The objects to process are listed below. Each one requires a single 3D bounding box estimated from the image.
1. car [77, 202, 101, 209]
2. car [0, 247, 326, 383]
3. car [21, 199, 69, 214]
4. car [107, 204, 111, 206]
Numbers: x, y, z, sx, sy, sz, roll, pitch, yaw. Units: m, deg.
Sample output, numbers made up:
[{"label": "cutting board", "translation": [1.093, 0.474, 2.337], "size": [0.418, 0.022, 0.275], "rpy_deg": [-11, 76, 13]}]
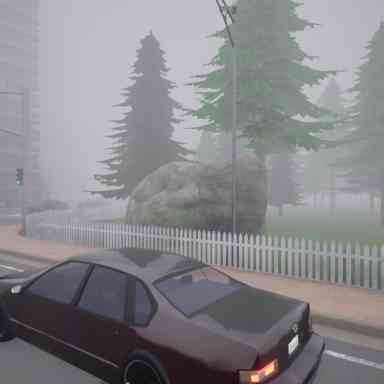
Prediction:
[{"label": "car", "translation": [-13.586, 1.545, 44.429], "size": [1.895, 1.301, 4.718], "rpy_deg": [0, 0, 3]}, {"label": "car", "translation": [-1.046, 1.547, 4.736], "size": [5.357, 1.411, 2.033], "rpy_deg": [0, 0, 35]}, {"label": "car", "translation": [-15.252, 1.492, 34.937], "size": [2.033, 1.411, 5.357], "rpy_deg": [0, 0, 17]}, {"label": "car", "translation": [-14.333, 1.296, 54.215], "size": [2.097, 1.767, 4.553], "rpy_deg": [0, 0, -12]}]
